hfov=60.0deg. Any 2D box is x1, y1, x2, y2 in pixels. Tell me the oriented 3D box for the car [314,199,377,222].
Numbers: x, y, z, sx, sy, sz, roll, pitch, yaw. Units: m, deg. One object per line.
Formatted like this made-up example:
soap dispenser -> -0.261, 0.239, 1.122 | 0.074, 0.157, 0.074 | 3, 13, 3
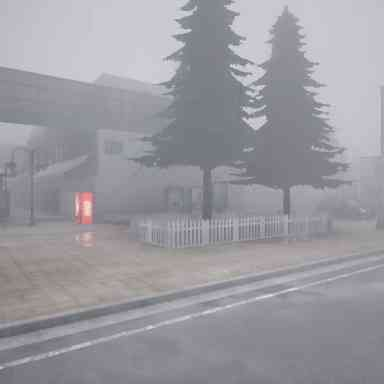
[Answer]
car -> 12.188, 1.337, 26.589 | 2.097, 1.767, 4.553 | 0, 0, -35
